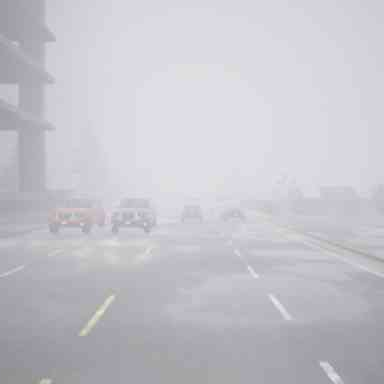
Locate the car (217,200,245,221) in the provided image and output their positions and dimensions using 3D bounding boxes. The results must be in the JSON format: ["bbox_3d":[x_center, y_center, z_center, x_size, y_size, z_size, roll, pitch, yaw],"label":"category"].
[{"bbox_3d":[3.521,1.724,29.129,1.812,1.442,4.674,0,-1,0],"label":"car"}]

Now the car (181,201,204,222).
[{"bbox_3d":[0.016,1.740,28.373,2.033,1.411,5.357,0,0,0],"label":"car"}]

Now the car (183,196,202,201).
[{"bbox_3d":[0.062,1.516,42.958,2.150,2.045,5.566,0,0,0],"label":"car"}]

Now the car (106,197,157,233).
[{"bbox_3d":[-3.494,1.349,20.921,2.150,2.045,5.566,0,-1,0],"label":"car"}]

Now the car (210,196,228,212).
[{"bbox_3d":[3.568,1.517,43.542,2.150,2.045,5.566,0,0,0],"label":"car"}]

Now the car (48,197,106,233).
[{"bbox_3d":[-6.994,1.349,20.928,2.150,2.045,5.566,0,-1,0],"label":"car"}]
